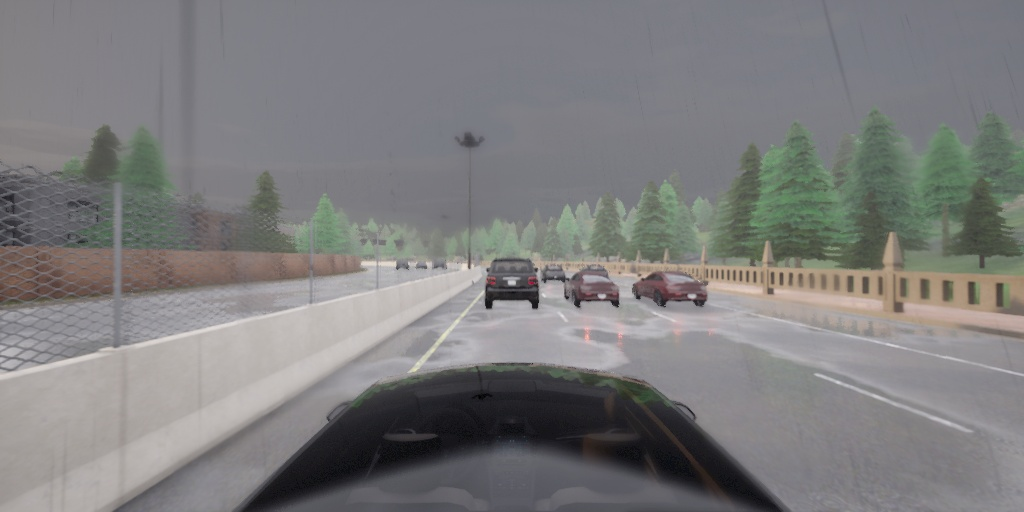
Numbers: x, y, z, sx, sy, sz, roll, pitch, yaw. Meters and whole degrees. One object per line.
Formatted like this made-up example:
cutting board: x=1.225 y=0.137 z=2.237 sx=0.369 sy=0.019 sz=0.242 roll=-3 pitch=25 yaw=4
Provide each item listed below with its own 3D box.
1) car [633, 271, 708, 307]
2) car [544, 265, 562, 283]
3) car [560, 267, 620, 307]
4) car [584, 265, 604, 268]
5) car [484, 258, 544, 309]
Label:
car: x=7.005 y=1.411 z=16.234 sx=1.812 sy=1.442 sz=4.674 roll=0 pitch=0 yaw=0
car: x=3.497 y=1.517 z=31.145 sx=2.128 sy=1.511 sz=4.902 roll=0 pitch=0 yaw=0
car: x=3.505 y=1.411 z=16.241 sx=1.812 sy=1.442 sz=4.674 roll=0 pitch=0 yaw=0
car: x=6.997 y=1.517 z=31.145 sx=2.128 sy=1.511 sz=4.902 roll=0 pitch=0 yaw=0
car: x=0.002 y=1.098 z=15.870 sx=2.150 sy=2.045 sz=5.566 roll=0 pitch=0 yaw=0
